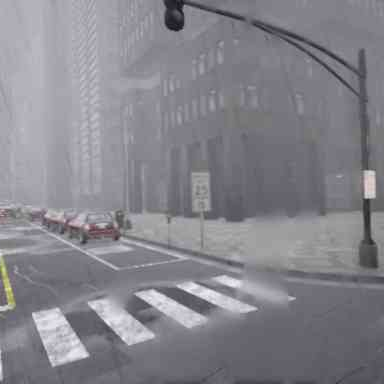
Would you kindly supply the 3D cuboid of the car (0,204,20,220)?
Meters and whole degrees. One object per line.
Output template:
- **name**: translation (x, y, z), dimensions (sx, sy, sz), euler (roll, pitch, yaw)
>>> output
- **car**: translation (-21.804, 2.480, 39.322), dimensions (1.837, 1.490, 4.892), euler (-2, 0, -30)

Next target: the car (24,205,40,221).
- **car**: translation (-16.685, 2.328, 36.191), dimensions (1.887, 1.381, 4.507), euler (-2, 0, -32)

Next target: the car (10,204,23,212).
- **car**: translation (-33.702, 3.072, 63.928), dimensions (1.887, 1.381, 4.507), euler (-2, 0, -32)

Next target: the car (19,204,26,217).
- **car**: translation (-22.447, 2.558, 45.582), dimensions (1.752, 1.417, 4.829), euler (-2, 0, -32)

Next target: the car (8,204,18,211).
- **car**: translation (-39.463, 3.309, 73.320), dimensions (1.752, 1.417, 4.829), euler (-2, 0, -32)

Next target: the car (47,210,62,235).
- **car**: translation (-8.180, 1.859, 22.322), dimensions (1.967, 1.590, 4.097), euler (-2, 0, -32)

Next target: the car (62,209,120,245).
- **car**: translation (-5.344, 1.738, 17.699), dimensions (1.967, 1.590, 4.097), euler (-2, 0, -32)

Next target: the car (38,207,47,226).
- **car**: translation (-11.011, 2.121, 26.945), dimensions (1.802, 1.307, 4.206), euler (-2, 0, -32)
